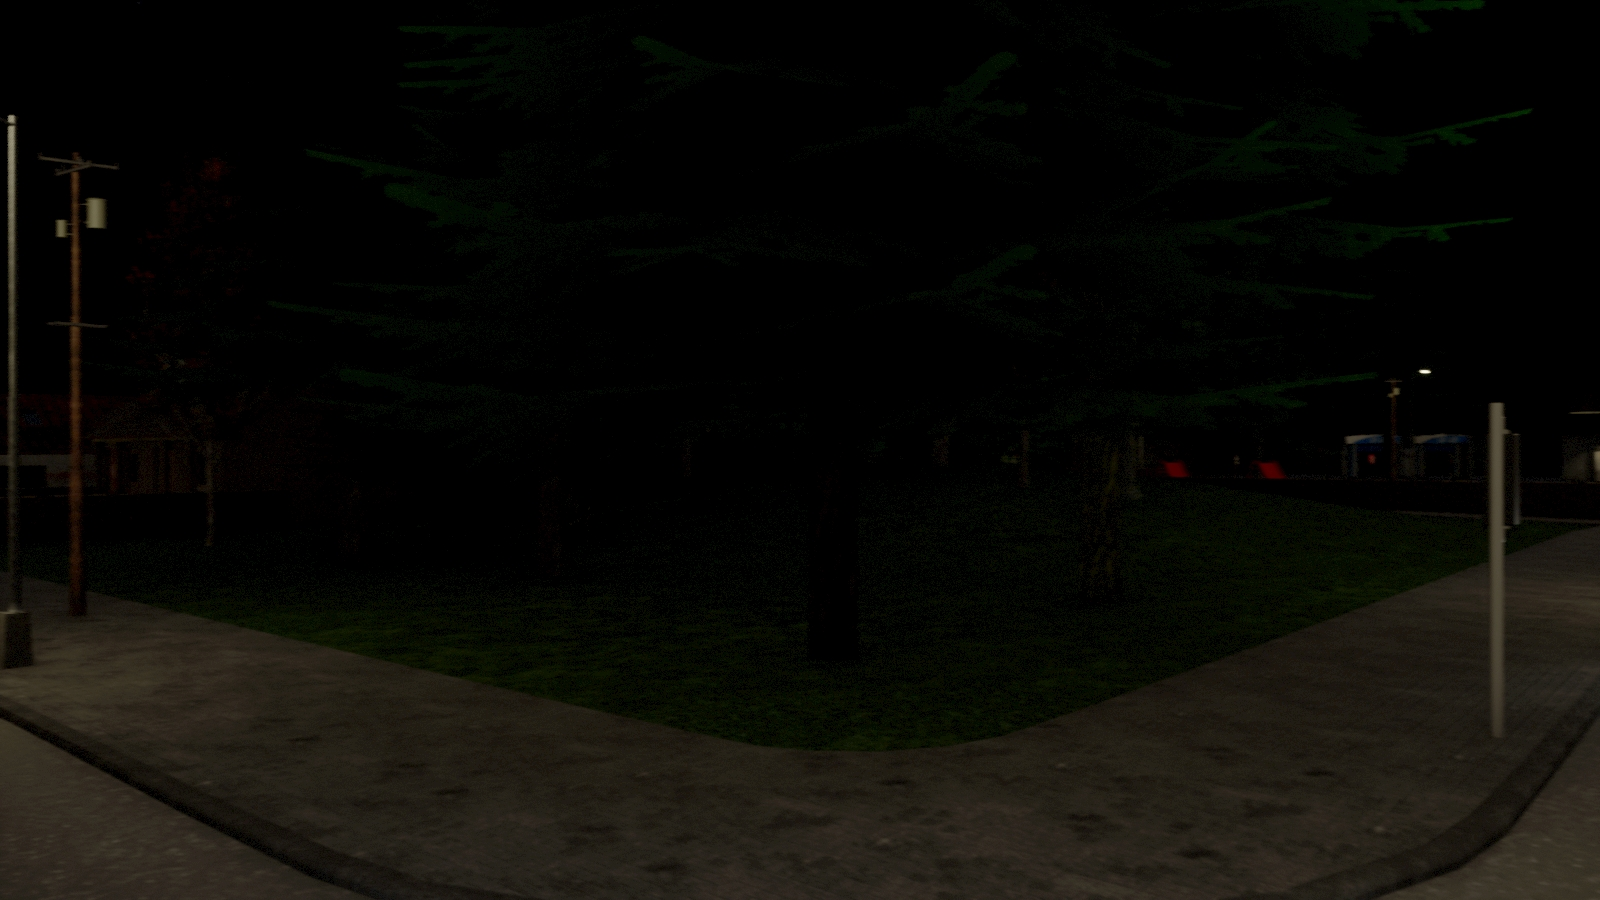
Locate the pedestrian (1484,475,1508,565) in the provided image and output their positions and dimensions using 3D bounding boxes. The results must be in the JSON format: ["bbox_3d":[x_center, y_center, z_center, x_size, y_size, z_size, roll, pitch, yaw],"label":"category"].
[{"bbox_3d":[14.799,1.478,24.286,0.375,1.860,0.375,0,0,42],"label":"pedestrian"}]
